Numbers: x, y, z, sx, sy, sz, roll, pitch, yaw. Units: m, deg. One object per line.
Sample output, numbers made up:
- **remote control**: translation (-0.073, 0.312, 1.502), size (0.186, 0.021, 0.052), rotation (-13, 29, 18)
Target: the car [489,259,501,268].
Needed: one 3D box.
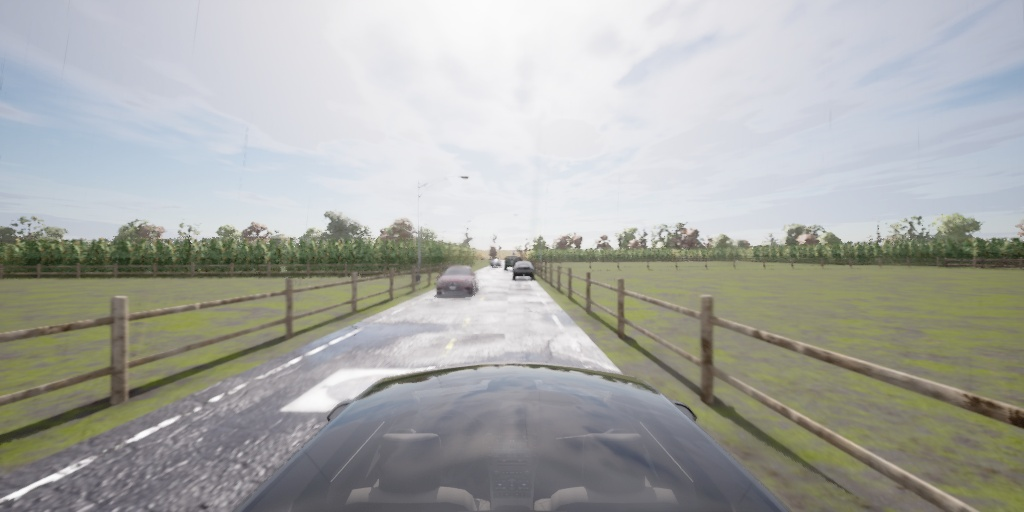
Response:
- **car**: translation (-2.784, 1.184, 60.943), size (2.128, 1.511, 4.902), rotation (0, 0, 1)

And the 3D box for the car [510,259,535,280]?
- **car**: translation (0.965, 1.236, 31.248), size (1.837, 1.490, 4.892), rotation (0, 0, 0)

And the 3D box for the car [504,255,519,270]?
- **car**: translation (0.011, 0.932, 50.656), size (2.150, 2.045, 5.566), rotation (0, 0, 0)

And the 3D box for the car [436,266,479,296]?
- **car**: translation (-2.846, 1.267, 19.491), size (1.812, 1.442, 4.674), rotation (0, 0, 0)
